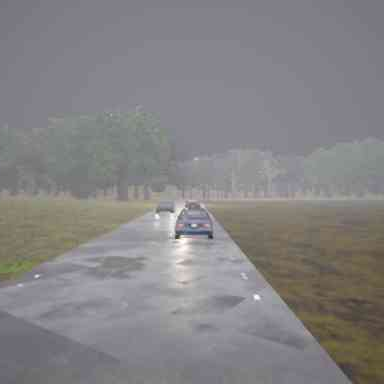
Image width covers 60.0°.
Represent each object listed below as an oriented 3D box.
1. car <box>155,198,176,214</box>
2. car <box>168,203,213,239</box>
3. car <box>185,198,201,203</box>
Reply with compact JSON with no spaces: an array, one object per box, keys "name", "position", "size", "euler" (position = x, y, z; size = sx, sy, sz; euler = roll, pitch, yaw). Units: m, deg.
[{"name":"car","position":[-2.745,1.468,35.032],"size":[1.837,1.490,4.892],"euler":[0,0,0]},{"name":"car","position":[0.101,1.527,17.258],"size":[2.033,1.411,5.357],"euler":[0,0,0]},{"name":"car","position":[0.105,1.481,40.445],"size":[1.812,1.442,4.674],"euler":[0,0,0]}]
